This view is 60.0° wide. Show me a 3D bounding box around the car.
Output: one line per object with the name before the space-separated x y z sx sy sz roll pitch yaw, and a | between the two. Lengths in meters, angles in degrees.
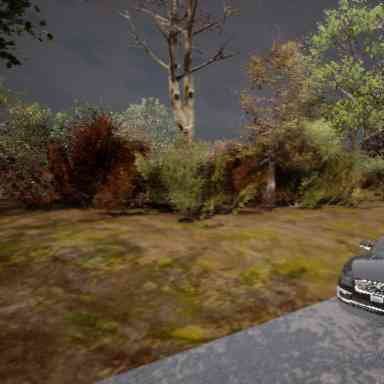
car | 4.865 1.420 6.772 4.892 1.490 1.837 -1 2 -38
